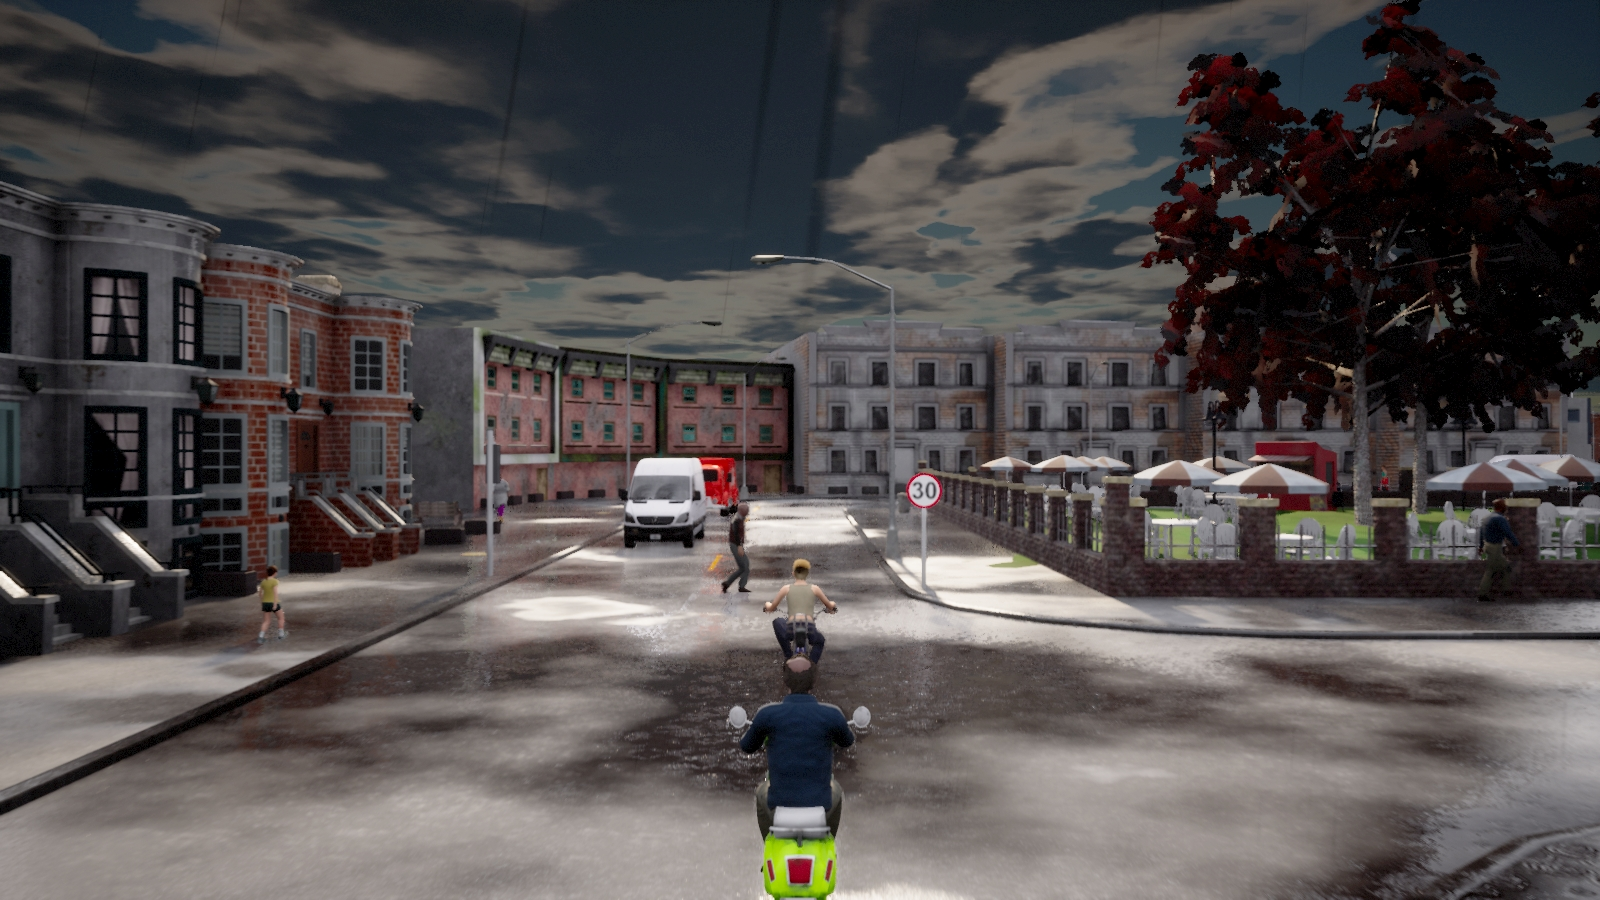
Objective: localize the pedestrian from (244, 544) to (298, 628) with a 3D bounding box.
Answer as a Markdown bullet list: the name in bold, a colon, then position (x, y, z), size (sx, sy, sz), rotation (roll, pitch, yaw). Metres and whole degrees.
- **pedestrian**: position (-7.444, 1.904, 16.084), size (0.500, 1.100, 0.500), rotation (0, 0, 11)

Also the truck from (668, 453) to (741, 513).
- **truck**: position (-4.038, 1.347, 49.340), size (2.627, 2.467, 5.204), rotation (0, 0, 1)

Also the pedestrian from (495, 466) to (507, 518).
- **pedestrian**: position (-10.922, 1.532, 41.783), size (0.375, 1.860, 0.375), rotation (0, 0, -4)

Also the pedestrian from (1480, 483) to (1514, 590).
- **pedestrian**: position (12.266, 1.516, 20.111), size (0.375, 1.860, 0.375), rotation (0, 0, 2)

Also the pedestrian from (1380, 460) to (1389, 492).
- **pedestrian**: position (34.672, 1.525, 67.738), size (0.375, 1.860, 0.375), rotation (0, 0, 7)

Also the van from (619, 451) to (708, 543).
- **van**: position (-4.033, 1.314, 34.689), size (1.988, 2.561, 5.915), rotation (0, 0, 0)

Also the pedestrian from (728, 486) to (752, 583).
- **pedestrian**: position (-1.171, 1.628, 22.207), size (0.375, 1.860, 0.375), rotation (0, 0, 12)
